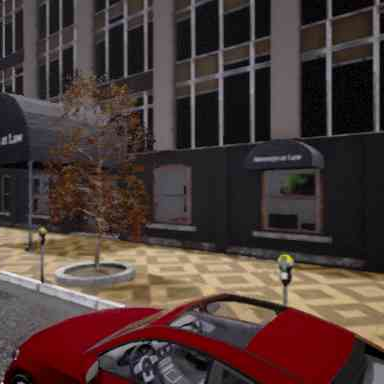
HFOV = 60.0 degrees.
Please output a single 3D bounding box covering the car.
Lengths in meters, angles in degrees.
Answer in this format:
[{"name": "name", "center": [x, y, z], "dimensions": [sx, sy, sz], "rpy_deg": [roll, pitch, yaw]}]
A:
[{"name": "car", "center": [0.121, 1.581, 2.788], "dimensions": [4.206, 1.307, 1.802], "rpy_deg": [0, 0, 35]}]
